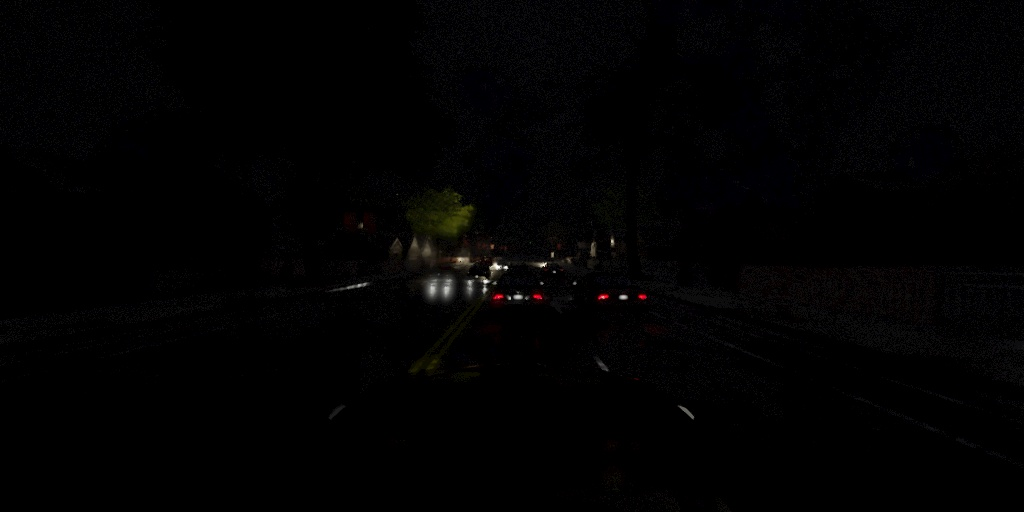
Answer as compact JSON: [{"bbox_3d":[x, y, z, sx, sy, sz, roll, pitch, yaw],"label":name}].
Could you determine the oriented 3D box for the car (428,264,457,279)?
[{"bbox_3d":[-6.184,1.370,32.381,1.994,1.385,4.181,0,0,1],"label":"car"}]

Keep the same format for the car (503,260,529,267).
[{"bbox_3d":[0.525,1.305,33.277,2.128,1.511,4.902,0,0,1],"label":"car"}]

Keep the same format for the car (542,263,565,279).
[{"bbox_3d":[3.782,1.381,33.755,1.994,1.385,4.181,0,0,1],"label":"car"}]

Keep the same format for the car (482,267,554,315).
[{"bbox_3d":[0.229,1.326,13.588,2.033,1.411,5.357,0,0,1],"label":"car"}]

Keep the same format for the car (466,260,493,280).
[{"bbox_3d":[-2.928,1.357,32.887,2.033,1.411,5.357,0,0,1],"label":"car"}]

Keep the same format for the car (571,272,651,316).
[{"bbox_3d":[3.480,1.328,13.574,2.033,1.411,5.357,0,0,1],"label":"car"}]
